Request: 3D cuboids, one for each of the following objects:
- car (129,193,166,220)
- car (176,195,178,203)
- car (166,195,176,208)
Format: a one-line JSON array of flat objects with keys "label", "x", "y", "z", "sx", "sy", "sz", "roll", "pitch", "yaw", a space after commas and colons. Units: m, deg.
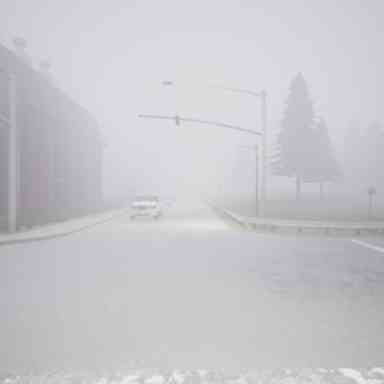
[{"label": "car", "x": -3.586, "y": 1.105, "z": 26.823, "sx": 2.150, "sy": 2.045, "sz": 5.566, "roll": 0, "pitch": 0, "yaw": 0}, {"label": "car", "x": -3.503, "y": 1.250, "z": 61.027, "sx": 1.895, "sy": 1.301, "sz": 4.718, "roll": 0, "pitch": 0, "yaw": 0}, {"label": "car", "x": -3.582, "y": 1.331, "z": 45.004, "sx": 1.812, "sy": 1.442, "sz": 4.674, "roll": 0, "pitch": 0, "yaw": 0}]
